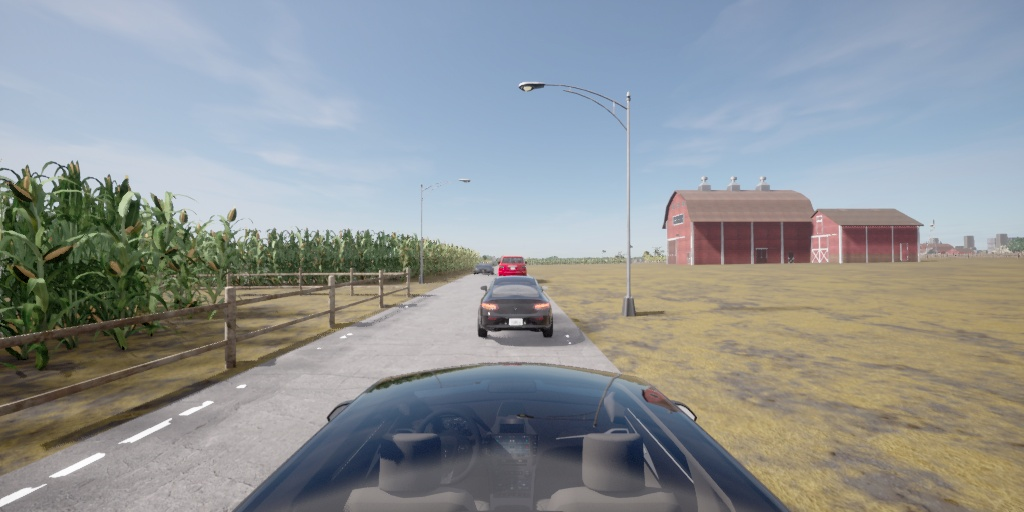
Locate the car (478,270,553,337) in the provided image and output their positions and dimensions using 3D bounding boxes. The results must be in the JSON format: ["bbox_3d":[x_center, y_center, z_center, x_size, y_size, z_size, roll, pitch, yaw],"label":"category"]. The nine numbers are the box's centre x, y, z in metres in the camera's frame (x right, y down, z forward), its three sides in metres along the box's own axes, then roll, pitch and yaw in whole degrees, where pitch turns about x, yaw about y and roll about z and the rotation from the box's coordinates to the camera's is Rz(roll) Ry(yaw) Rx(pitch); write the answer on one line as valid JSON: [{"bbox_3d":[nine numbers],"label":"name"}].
[{"bbox_3d":[0.071,1.280,10.150,1.812,1.442,4.674,0,0,0],"label":"car"}]

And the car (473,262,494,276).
[{"bbox_3d":[-2.919,1.361,38.077,1.994,1.385,4.181,0,0,0],"label":"car"}]

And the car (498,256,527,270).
[{"bbox_3d":[0.045,0.995,28.635,2.150,2.045,5.566,0,0,0],"label":"car"}]
